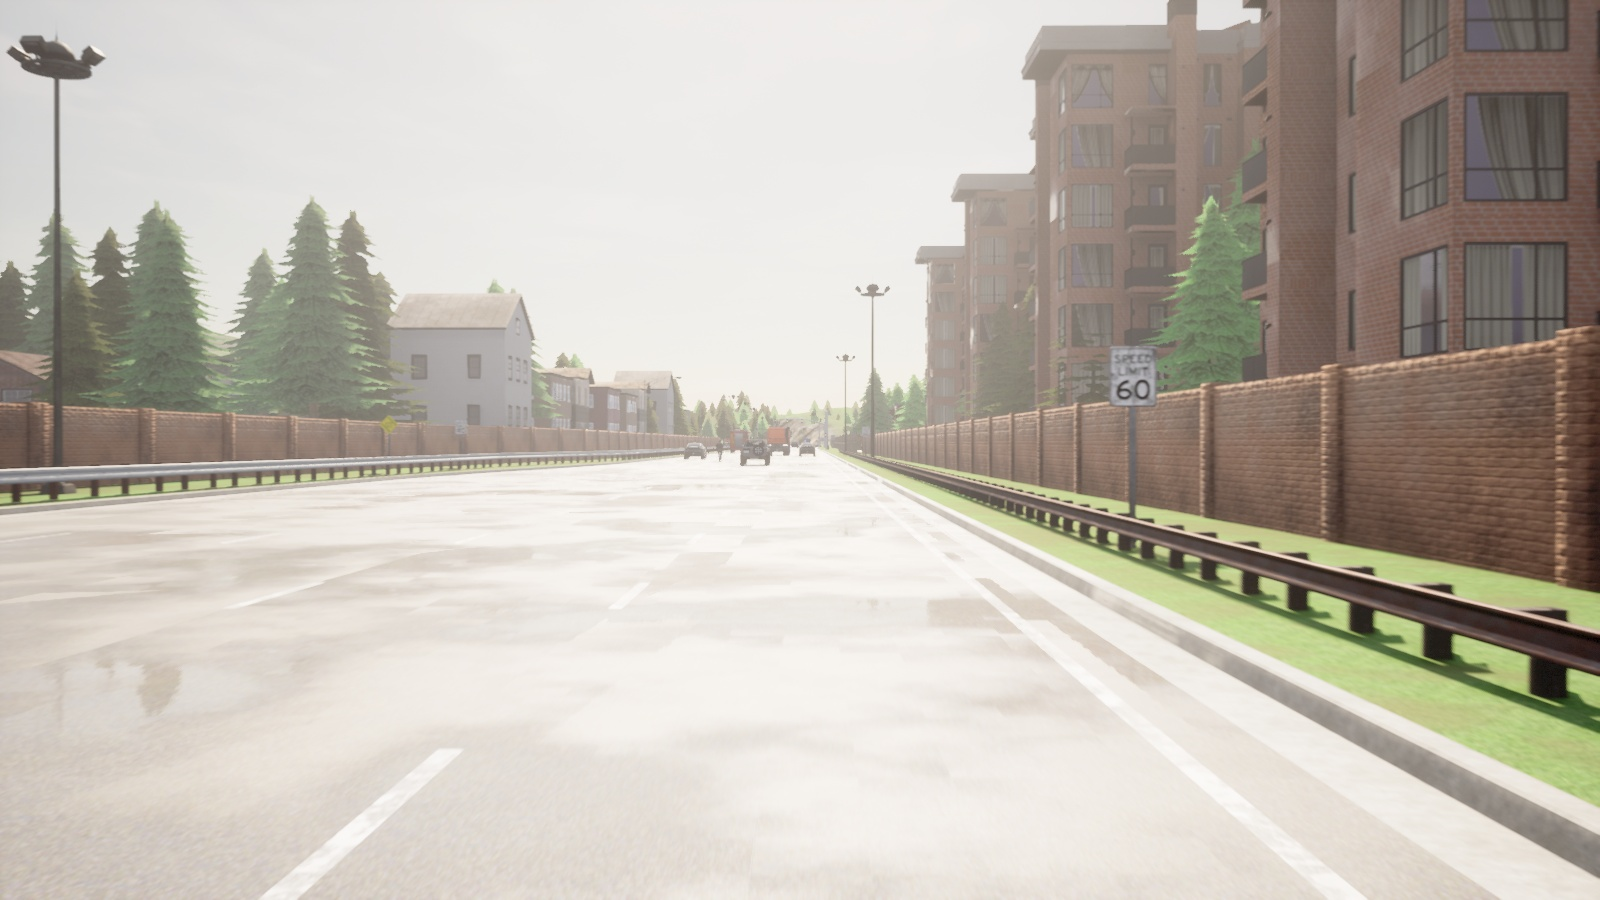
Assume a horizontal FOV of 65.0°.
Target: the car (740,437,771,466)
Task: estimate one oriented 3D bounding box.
[{"bbox_3d":[-3.001,0.083,85.128,1.932,1.855,4.605,0,0,0],"label":"car"}]
